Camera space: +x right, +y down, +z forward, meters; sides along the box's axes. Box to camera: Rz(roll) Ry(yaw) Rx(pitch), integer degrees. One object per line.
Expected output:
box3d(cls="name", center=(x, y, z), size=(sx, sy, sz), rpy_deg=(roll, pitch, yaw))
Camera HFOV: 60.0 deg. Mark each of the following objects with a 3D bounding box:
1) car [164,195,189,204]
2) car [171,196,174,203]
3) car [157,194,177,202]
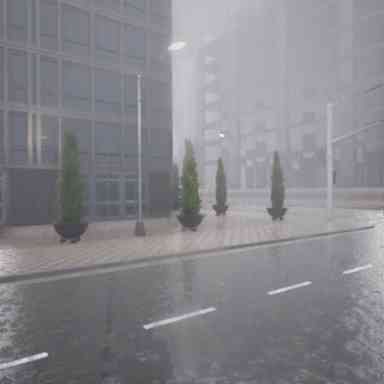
box3d(cls="car", center=(-2.857, 1.291, 60.421), size=(2.128, 1.511, 4.902), rpy_deg=(-1, 0, -36))
box3d(cls="car", center=(-1.836, 1.429, 52.835), size=(1.895, 1.301, 4.718), rpy_deg=(-1, 0, -36))
box3d(cls="car", center=(-5.358, 1.257, 69.722), size=(1.837, 1.490, 4.892), rpy_deg=(-1, 0, -36))
